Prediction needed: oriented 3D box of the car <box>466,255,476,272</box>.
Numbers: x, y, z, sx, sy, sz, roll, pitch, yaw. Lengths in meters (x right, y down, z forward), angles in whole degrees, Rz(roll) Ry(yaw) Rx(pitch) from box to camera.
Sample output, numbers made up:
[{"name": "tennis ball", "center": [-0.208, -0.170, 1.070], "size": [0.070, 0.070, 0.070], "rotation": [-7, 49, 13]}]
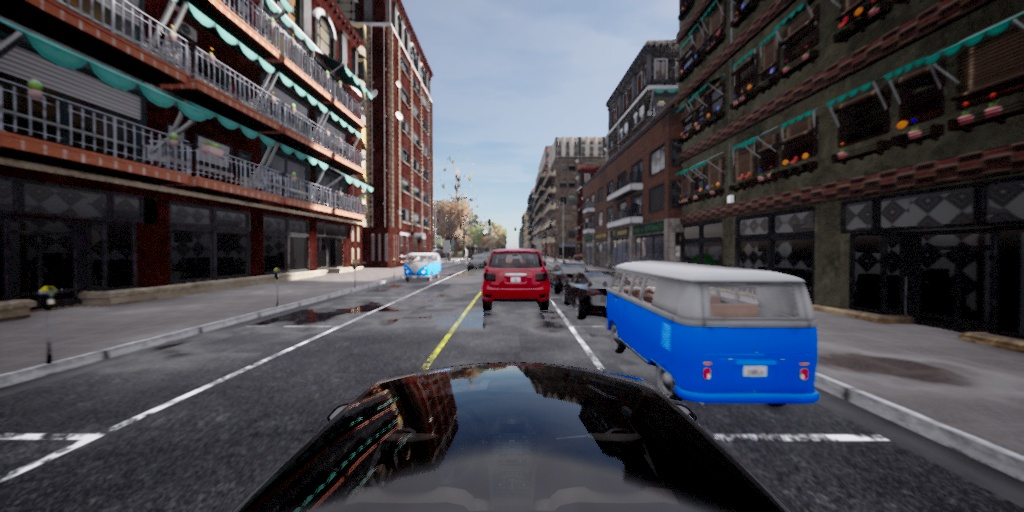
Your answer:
[{"name": "car", "center": [-3.018, 0.612, 33.109], "size": [1.837, 1.490, 4.892], "rotation": [0, 1, 0]}]

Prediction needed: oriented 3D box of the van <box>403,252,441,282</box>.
[{"name": "van", "center": [-5.638, 0.655, 22.845], "size": [1.690, 1.789, 3.998], "rotation": [0, 0, 0]}]

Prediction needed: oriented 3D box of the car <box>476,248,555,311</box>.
[{"name": "car", "center": [0.120, 0.734, 13.210], "size": [2.150, 2.045, 5.566], "rotation": [0, 1, 0]}]

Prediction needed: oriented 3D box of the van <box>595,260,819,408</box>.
[{"name": "van", "center": [2.702, 1.005, 5.844], "size": [1.690, 1.789, 3.998], "rotation": [0, 0, 0]}]

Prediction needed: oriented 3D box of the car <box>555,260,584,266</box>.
[{"name": "car", "center": [2.729, 0.997, 17.166], "size": [1.948, 1.339, 4.313], "rotation": [0, 0, 0]}]

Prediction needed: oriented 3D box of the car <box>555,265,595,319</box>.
[{"name": "car", "center": [2.716, 1.113, 11.504], "size": [1.948, 1.339, 4.313], "rotation": [0, 0, 0]}]
